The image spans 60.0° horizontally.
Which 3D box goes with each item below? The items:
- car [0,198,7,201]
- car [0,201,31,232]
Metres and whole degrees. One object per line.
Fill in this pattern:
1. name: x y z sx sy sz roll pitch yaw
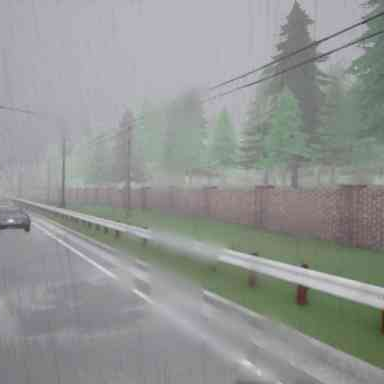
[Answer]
1. car: -17.936 1.296 30.809 2.033 1.411 5.357 1 0 -32
2. car: -10.307 1.421 18.718 1.994 1.385 4.181 1 0 -32
